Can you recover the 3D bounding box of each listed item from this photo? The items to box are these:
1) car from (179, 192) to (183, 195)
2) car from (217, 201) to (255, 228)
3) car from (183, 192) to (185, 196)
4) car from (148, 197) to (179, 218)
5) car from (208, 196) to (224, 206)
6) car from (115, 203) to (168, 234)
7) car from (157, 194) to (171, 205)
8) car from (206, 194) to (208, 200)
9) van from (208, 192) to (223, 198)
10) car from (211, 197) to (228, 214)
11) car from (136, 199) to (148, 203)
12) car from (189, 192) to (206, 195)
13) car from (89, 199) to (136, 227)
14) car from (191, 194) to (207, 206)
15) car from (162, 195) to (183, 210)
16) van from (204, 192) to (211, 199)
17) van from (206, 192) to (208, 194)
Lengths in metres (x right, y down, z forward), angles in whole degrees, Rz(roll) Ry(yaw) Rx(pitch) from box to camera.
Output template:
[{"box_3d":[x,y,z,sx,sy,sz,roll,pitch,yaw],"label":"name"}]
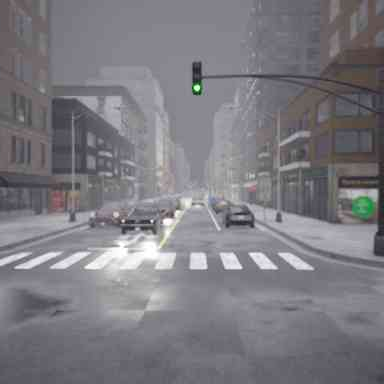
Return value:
[{"box_3d":[-3.971,1.261,81.984,1.802,1.307,4.206,0,0,1],"label":"car"},{"box_3d":[2.872,1.475,21.220,1.947,1.339,4.313,0,0,1],"label":"car"},{"box_3d":[-3.757,1.186,93.004,1.887,1.381,4.507,0,0,1],"label":"car"},{"box_3d":[-2.467,1.438,28.672,1.994,1.385,4.181,0,0,2],"label":"car"},{"box_3d":[3.194,1.403,37.750,1.947,1.339,4.313,0,0,1],"label":"car"},{"box_3d":[-2.666,1.520,18.696,1.895,1.301,4.718,0,0,1],"label":"car"},{"box_3d":[-4.508,1.211,54.434,1.967,1.590,4.097,0,0,1],"label":"car"},{"box_3d":[3.408,1.345,48.769,2.008,1.369,4.403,0,0,1],"label":"car"},{"box_3d":[3.301,1.156,43.259,1.690,1.788,3.998,0,0,1],"label":"van"},{"box_3d":[3.086,1.442,32.241,1.802,1.307,4.206,0,0,1],"label":"car"},{"box_3d":[-5.044,1.321,26.886,1.967,1.590,4.097,0,0,1],"label":"car"},{"box_3d":[0.971,1.249,59.026,2.128,1.511,4.902,0,0,1],"label":"car"},{"box_3d":[-5.151,1.346,21.377,1.967,1.590,4.097,0,0,1],"label":"car"},{"box_3d":[0.873,1.394,48.715,1.895,1.301,4.718,0,0,1],"label":"car"},{"box_3d":[-2.267,1.395,38.629,1.994,1.385,4.181,0,0,1],"label":"car"},{"box_3d":[4.267,0.986,92.847,1.690,1.788,3.998,0,0,1],"label":"van"},{"box_3d":[3.515,1.116,54.278,1.690,1.788,3.998,0,0,1],"label":"van"}]
